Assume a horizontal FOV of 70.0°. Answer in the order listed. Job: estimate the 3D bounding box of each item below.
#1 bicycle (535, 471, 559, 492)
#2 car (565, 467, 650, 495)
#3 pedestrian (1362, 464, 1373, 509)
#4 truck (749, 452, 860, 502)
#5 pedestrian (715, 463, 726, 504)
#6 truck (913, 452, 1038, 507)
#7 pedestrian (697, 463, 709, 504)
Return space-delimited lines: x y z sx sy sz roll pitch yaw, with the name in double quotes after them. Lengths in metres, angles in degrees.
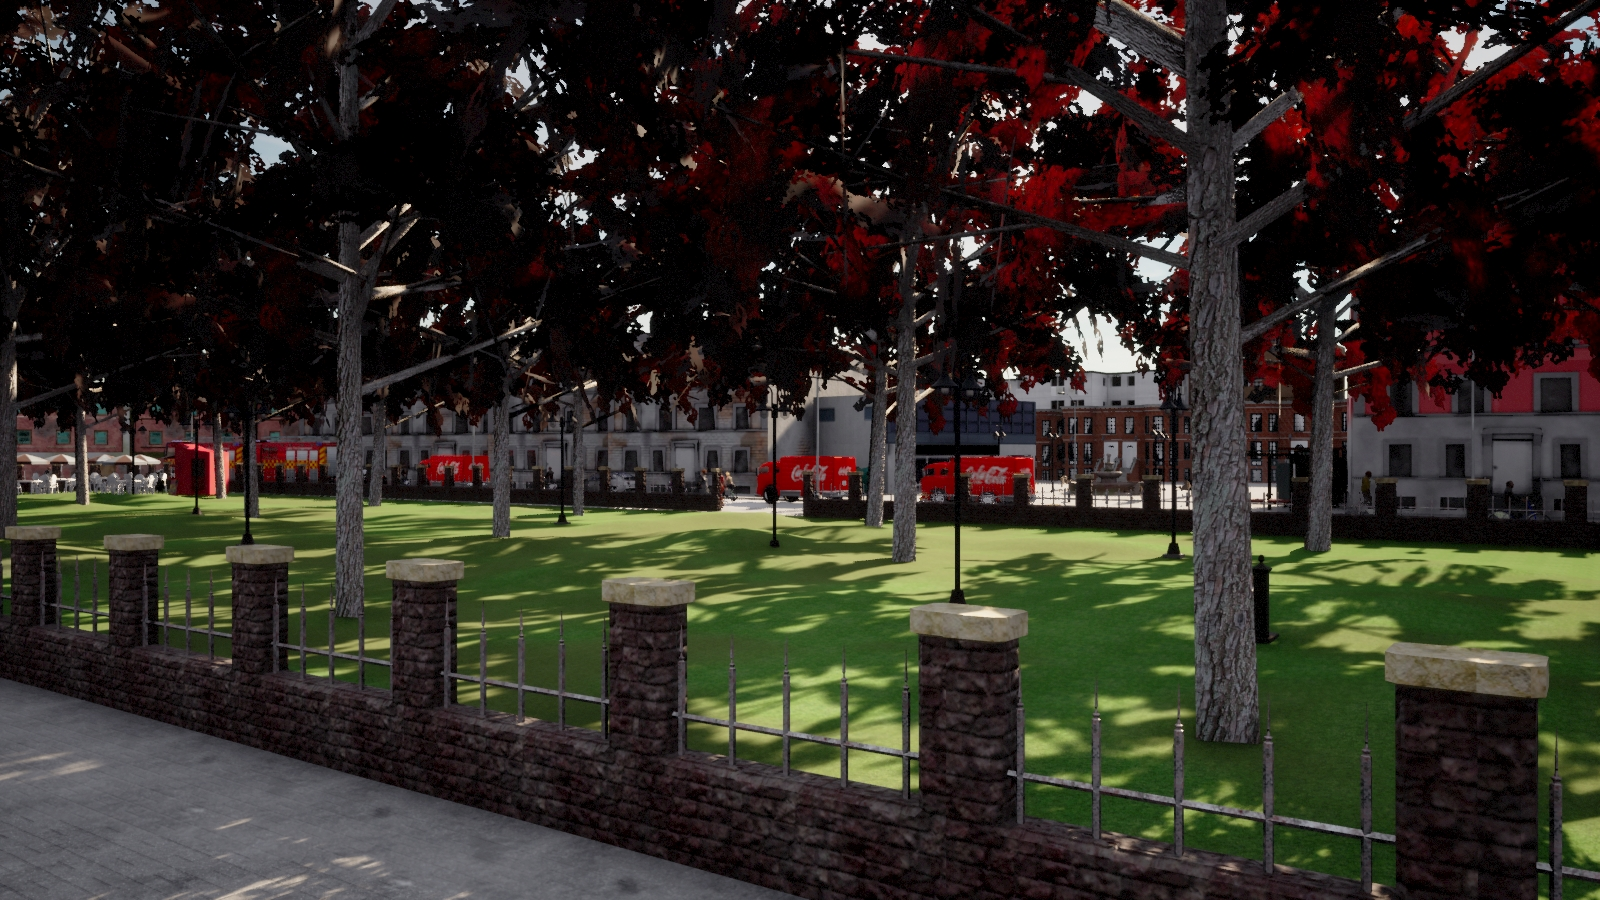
-15.681 1.940 70.806 1.835 1.271 0.329 0 0 35 "bicycle"
-11.432 1.827 67.802 4.902 1.511 2.128 0 0 35 "car"
23.852 1.524 48.056 0.375 1.860 0.375 0 0 32 "pedestrian"
0.205 1.349 59.637 5.204 2.467 2.627 0 0 35 "truck"
-3.597 1.522 51.859 0.375 1.860 0.375 0 0 -30 "pedestrian"
8.250 1.345 53.975 5.204 2.467 2.627 0 0 35 "truck"
-4.429 1.525 52.267 0.375 1.860 0.375 0 0 37 "pedestrian"
